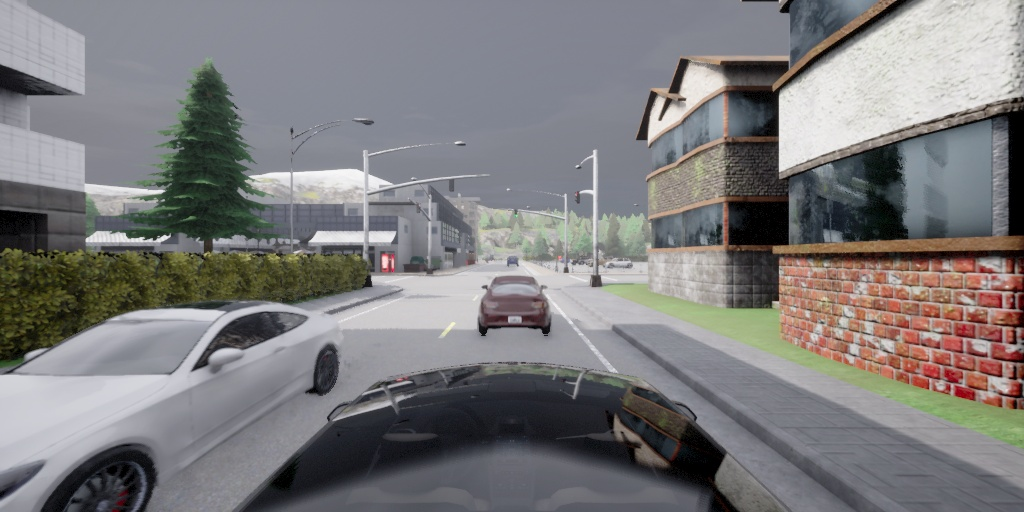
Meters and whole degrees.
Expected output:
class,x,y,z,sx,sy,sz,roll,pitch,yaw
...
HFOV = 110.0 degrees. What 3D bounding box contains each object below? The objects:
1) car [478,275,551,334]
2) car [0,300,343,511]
class,x,y,z,sx,sy,sz,roll,pitch,yaw
car,0.072,1.279,10.464,1.812,1.442,4.674,0,0,0
car,-3.582,1.276,3.931,1.812,1.442,4.674,0,0,0
